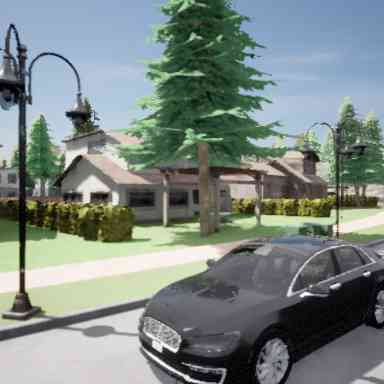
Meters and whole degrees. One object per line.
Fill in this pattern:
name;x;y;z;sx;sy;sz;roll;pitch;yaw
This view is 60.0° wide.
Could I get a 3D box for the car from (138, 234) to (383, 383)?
car;1.496;1.517;5.336;4.892;1.490;1.837;0;0;-39
